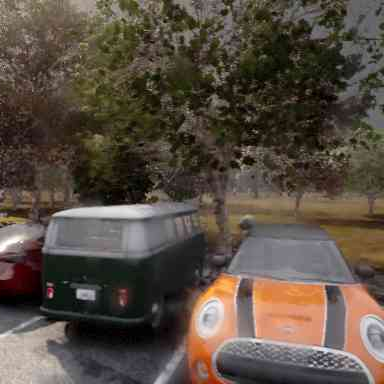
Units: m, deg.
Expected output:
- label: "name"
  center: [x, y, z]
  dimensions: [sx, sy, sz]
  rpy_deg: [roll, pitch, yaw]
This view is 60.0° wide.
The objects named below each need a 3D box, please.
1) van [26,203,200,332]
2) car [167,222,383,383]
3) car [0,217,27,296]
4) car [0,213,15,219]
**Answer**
- label: "van"
  center: [-0.946, 1.237, 6.885]
  dimensions: [1.878, 1.987, 4.442]
  rpy_deg: [0, -1, 16]
- label: "car"
  center: [1.449, 1.353, 5.081]
  dimensions: [2.185, 1.767, 4.553]
  rpy_deg: [1, 0, 16]
- label: "car"
  center: [-3.379, 1.474, 8.520]
  dimensions: [2.163, 1.488, 4.792]
  rpy_deg: [0, 0, 15]
- label: "car"
  center: [-5.746, 1.424, 10.393]
  dimensions: [1.946, 1.575, 5.366]
  rpy_deg: [0, -1, 15]
